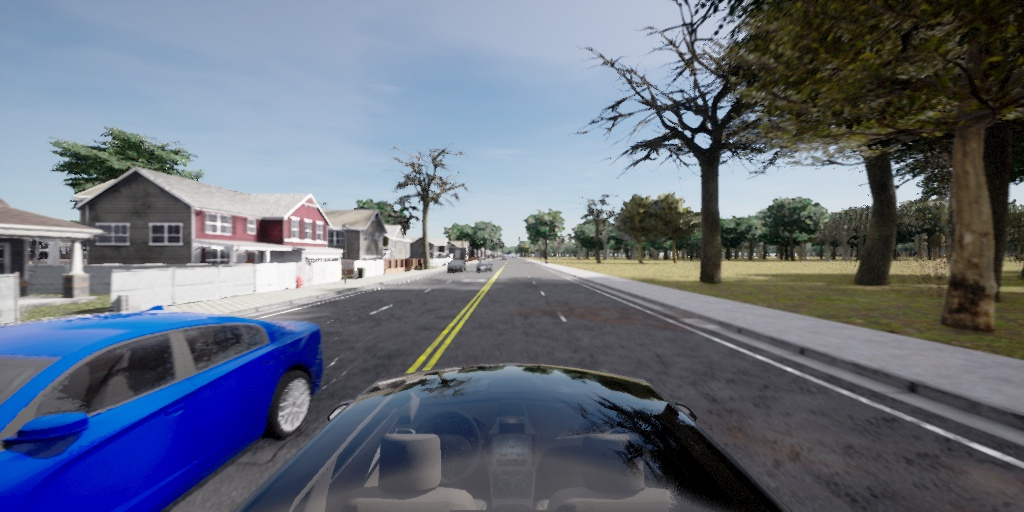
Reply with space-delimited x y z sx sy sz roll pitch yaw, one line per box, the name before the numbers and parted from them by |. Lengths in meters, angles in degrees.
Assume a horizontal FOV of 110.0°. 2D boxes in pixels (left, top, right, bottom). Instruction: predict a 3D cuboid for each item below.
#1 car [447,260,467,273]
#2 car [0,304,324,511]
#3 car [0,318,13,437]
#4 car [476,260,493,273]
car | -6.573 1.216 43.185 1.882 1.535 5.008 0 0 0
car | -3.351 1.228 2.557 1.882 1.535 5.008 0 0 0
car | -6.602 1.351 1.705 1.895 1.301 4.718 0 0 0
car | -3.323 1.229 43.600 2.128 1.511 4.902 0 0 0
